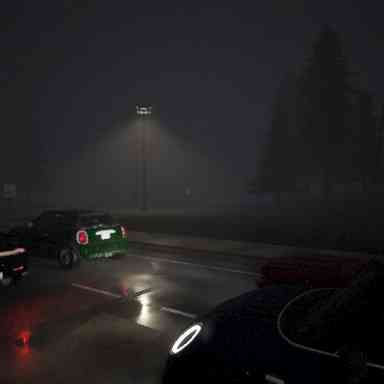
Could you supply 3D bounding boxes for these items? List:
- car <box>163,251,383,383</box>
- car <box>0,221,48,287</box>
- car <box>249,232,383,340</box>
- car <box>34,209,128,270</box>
[{"bbox_3d":[1.928,1.352,2.616,4.553,1.767,2.097,0,0,36],"label":"car"},{"bbox_3d":[-5.940,1.495,8.133,4.902,1.511,2.128,0,0,36],"label":"car"},{"bbox_3d":[3.556,1.601,5.754,4.718,1.301,1.895,0,0,36],"label":"car"},{"bbox_3d":[-4.331,1.355,11.287,4.553,1.767,2.097,0,0,36],"label":"car"}]
